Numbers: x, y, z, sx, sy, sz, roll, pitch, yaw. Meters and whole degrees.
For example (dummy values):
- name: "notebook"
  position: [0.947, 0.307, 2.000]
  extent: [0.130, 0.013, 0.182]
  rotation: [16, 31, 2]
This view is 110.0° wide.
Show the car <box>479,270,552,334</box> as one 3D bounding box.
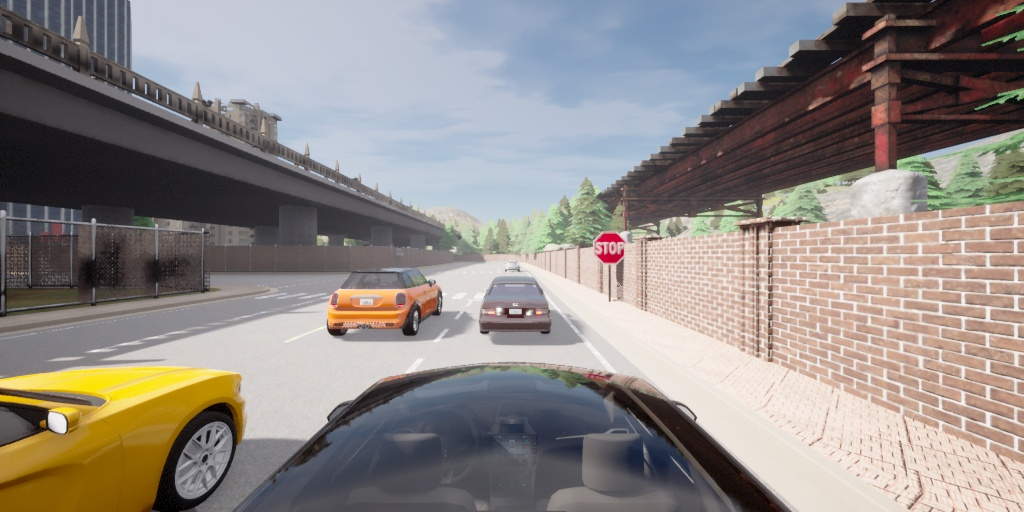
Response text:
- name: "car"
  position: [0.075, 1.297, 10.581]
  extent: [2.033, 1.411, 5.357]
  rotation: [0, 0, 0]

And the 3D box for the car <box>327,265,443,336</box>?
- name: "car"
  position: [-3.426, 1.102, 10.557]
  extent: [2.097, 1.767, 4.553]
  rotation: [0, 0, 0]

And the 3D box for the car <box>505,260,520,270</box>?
- name: "car"
  position: [0.054, 1.276, 46.328]
  extent: [1.812, 1.442, 4.674]
  rotation: [0, 0, -1]

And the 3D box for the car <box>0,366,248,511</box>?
- name: "car"
  position: [-3.398, 1.228, 1.300]
  extent: [1.882, 1.535, 5.008]
  rotation: [0, 0, 0]
